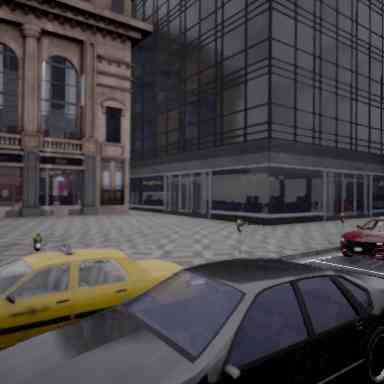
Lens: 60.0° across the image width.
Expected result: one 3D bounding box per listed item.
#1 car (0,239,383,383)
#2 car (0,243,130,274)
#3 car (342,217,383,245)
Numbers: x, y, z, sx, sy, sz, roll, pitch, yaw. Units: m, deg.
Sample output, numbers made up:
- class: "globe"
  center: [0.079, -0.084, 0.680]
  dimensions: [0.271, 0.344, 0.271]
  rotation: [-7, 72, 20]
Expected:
- class: "car"
  center: [0.585, 1.553, 3.795]
  dimensions: [5.357, 1.411, 2.033]
  rotation: [0, 0, -35]
- class: "car"
  center: [-2.225, 1.529, 5.170]
  dimensions: [4.829, 1.417, 1.752]
  rotation: [0, 0, -36]
- class: "car"
  center: [7.071, 1.567, 11.803]
  dimensions: [4.507, 1.381, 1.887]
  rotation: [0, 0, -36]
